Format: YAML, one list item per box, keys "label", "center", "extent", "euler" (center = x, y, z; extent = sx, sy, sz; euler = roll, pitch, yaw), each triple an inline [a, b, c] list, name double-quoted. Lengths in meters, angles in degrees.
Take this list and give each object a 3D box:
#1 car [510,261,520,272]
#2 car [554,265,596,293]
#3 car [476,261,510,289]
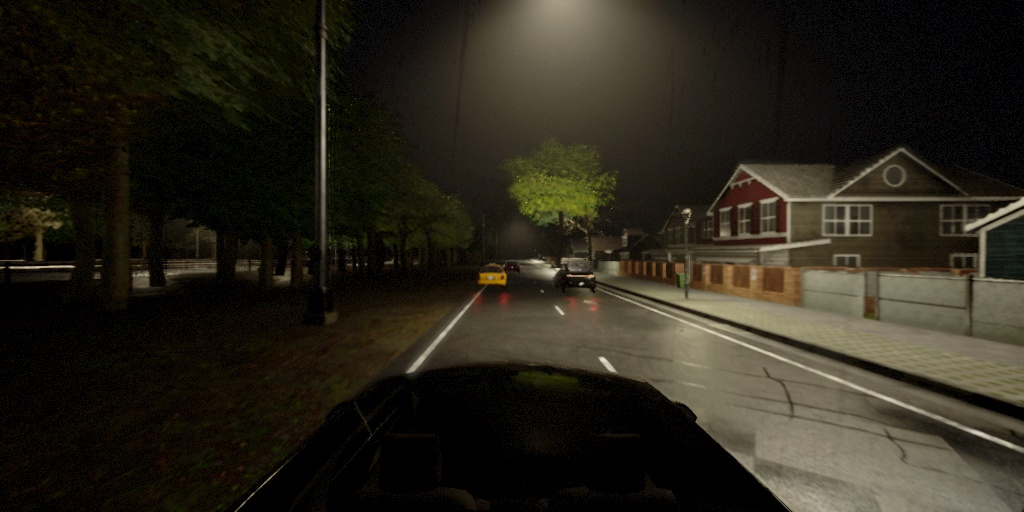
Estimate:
- label: "car"
  center: [0.047, 1.393, 46.792]
  extent: [1.994, 1.385, 4.181]
  euler: [0, 0, 0]
- label: "car"
  center: [3.597, 1.255, 20.978]
  extent: [2.128, 1.511, 4.902]
  euler: [0, 0, 0]
- label: "car"
  center: [-1.228, 1.222, 23.041]
  extent: [1.801, 1.575, 5.366]
  euler: [0, 0, 0]
